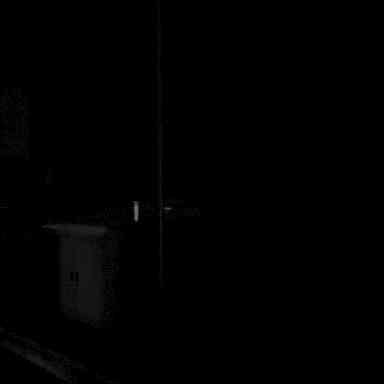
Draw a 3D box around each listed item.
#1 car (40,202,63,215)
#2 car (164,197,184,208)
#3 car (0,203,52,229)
[{"bbox_3d":[-15.131,1.692,33.323,1.994,1.385,4.181,0,0,32],"label":"car"},{"bbox_3d":[-3.195,1.604,52.050,1.882,1.535,5.008,0,0,33],"label":"car"},{"bbox_3d":[-11.148,1.612,19.819,1.812,1.442,4.674,0,0,32],"label":"car"}]
